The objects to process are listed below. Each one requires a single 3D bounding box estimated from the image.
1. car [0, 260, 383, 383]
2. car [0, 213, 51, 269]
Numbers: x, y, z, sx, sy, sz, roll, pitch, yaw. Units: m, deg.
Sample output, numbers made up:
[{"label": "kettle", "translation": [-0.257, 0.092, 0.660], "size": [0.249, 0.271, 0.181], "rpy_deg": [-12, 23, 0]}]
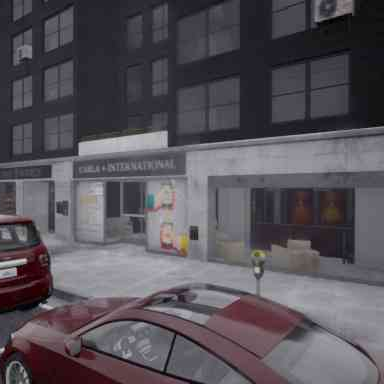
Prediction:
[{"label": "car", "translation": [-0.128, 1.582, 3.163], "size": [4.206, 1.307, 1.802], "rpy_deg": [0, 0, 35]}, {"label": "car", "translation": [-4.743, 1.313, 6.440], "size": [5.009, 1.841, 2.192], "rpy_deg": [0, 0, 35]}]
